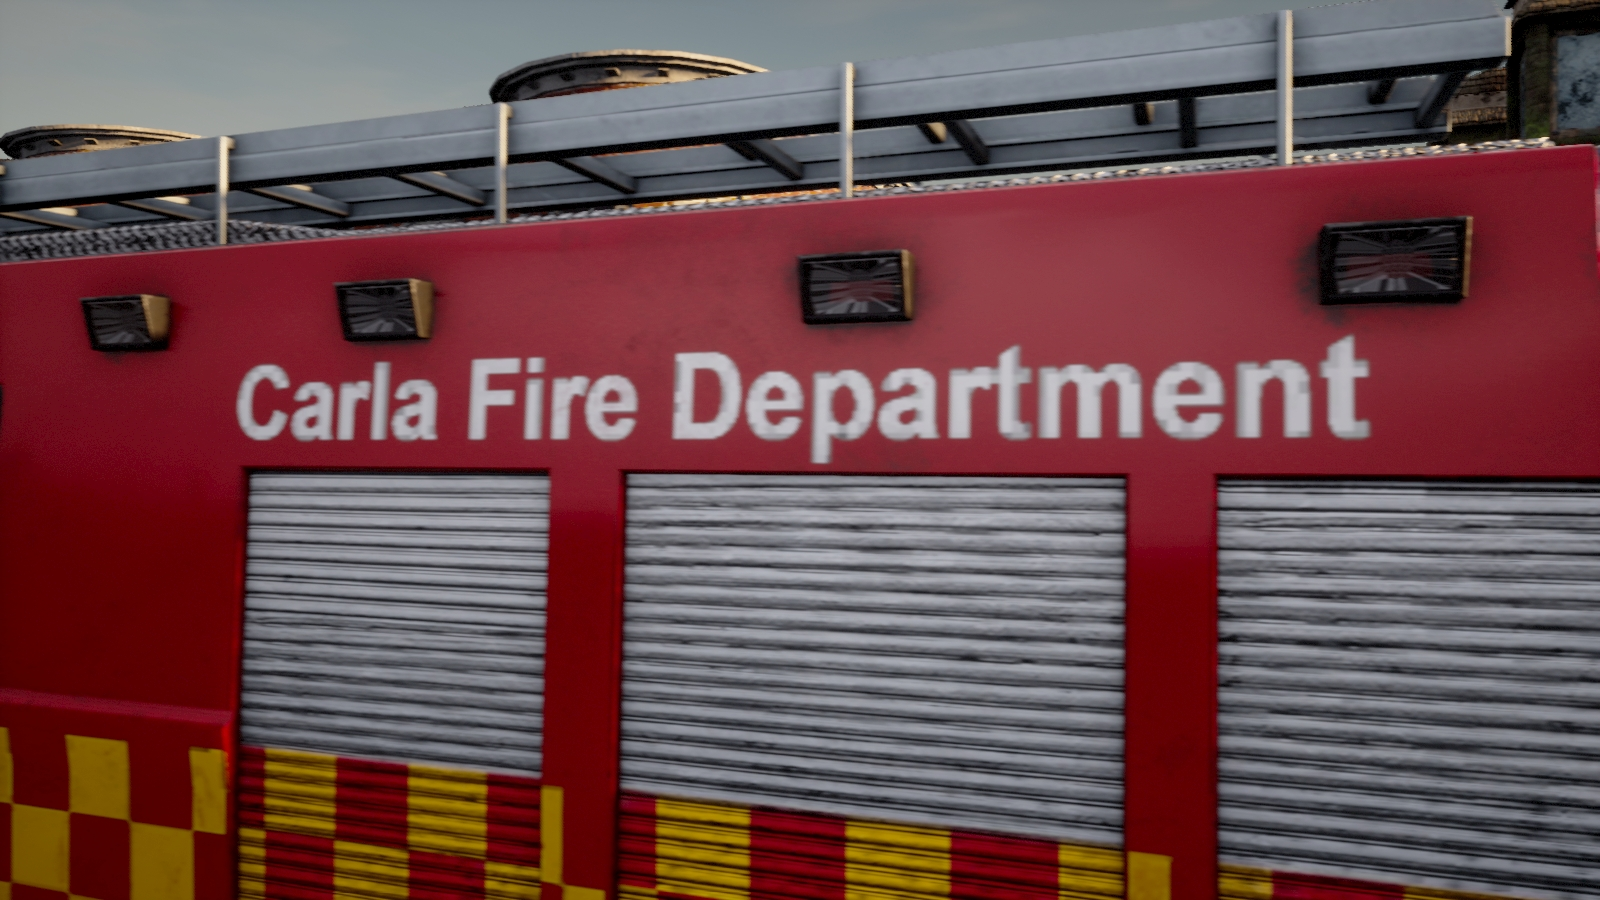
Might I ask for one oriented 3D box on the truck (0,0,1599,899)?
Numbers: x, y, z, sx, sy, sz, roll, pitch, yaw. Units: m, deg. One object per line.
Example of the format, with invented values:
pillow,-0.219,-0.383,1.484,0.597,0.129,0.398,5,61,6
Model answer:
truck,-1.716,0.671,4.506,8.468,3.827,2.891,0,0,20
